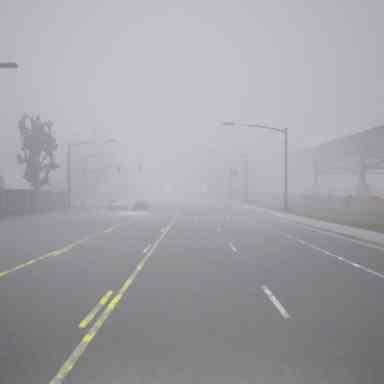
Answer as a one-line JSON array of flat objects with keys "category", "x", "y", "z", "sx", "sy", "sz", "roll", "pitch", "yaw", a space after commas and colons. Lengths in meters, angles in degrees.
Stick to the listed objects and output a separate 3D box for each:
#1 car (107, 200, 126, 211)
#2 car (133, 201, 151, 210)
[{"category": "car", "x": -10.510, "y": 1.787, "z": 46.384, "sx": 1.812, "sy": 1.442, "sz": 4.674, "roll": 0, "pitch": 0, "yaw": 0}, {"category": "car", "x": -7.008, "y": 1.858, "z": 46.650, "sx": 1.895, "sy": 1.301, "sz": 4.718, "roll": 0, "pitch": 0, "yaw": 0}]
